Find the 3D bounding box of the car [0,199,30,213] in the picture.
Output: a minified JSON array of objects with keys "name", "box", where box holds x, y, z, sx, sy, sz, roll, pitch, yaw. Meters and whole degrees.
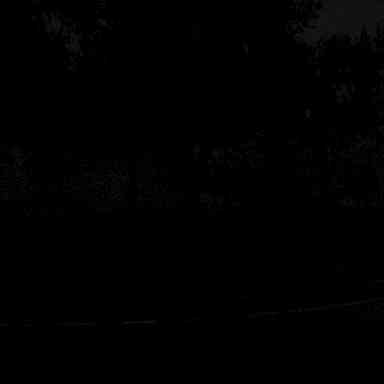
[{"name":"car","box":[-18.996,1.505,33.672,1.837,1.490,4.892,0,0,35]}]
